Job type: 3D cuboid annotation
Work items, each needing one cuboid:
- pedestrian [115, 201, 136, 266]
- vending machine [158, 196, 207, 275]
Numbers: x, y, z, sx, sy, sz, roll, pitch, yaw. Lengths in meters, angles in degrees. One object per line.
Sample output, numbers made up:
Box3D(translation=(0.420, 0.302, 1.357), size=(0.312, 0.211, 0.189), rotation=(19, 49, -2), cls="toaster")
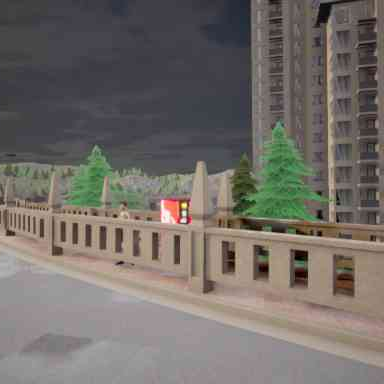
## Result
Box3D(translation=(-1.897, 1.135, 9.302), size=(0.375, 1.860, 0.375), rotation=(-1, -1, 41), cls="pedestrian")
Box3D(translation=(-0.263, 1.188, 9.718), size=(0.880, 2.100, 1.100), rotation=(-1, 0, 40), cls="vending machine")
